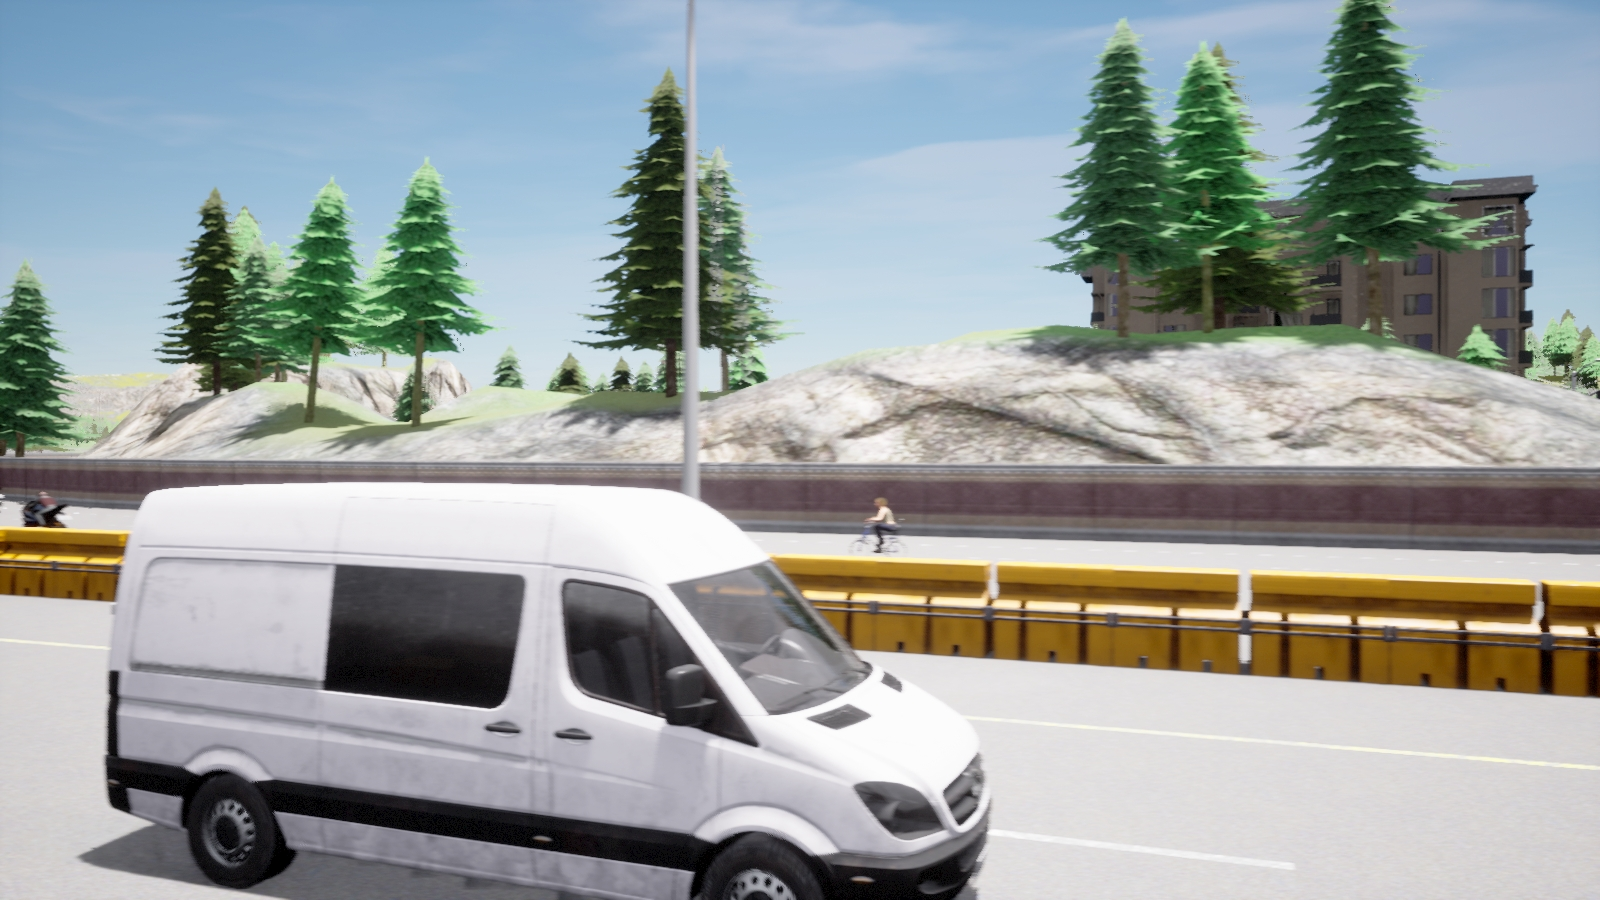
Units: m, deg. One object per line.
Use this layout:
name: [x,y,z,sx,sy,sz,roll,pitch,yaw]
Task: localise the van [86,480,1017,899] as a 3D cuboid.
van: [-1.684,1.531,7.626,5.915,2.561,1.988,0,0,20]
